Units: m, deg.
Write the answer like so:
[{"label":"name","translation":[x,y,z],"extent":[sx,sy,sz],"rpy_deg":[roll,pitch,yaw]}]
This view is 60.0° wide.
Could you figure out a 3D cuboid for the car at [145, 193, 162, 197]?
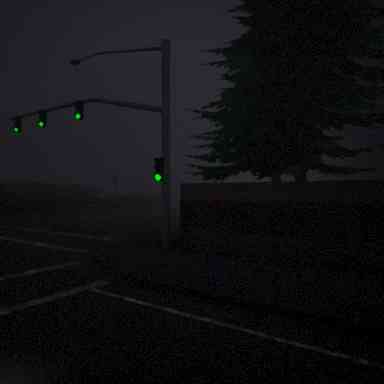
[{"label":"car","translation":[-7.920,1.161,69.570],"extent":[4.605,1.855,1.932],"rpy_deg":[0,0,35]}]

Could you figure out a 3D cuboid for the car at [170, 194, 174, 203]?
[{"label":"car","translation":[-6.405,1.372,71.786],"extent":[3.905,1.438,1.784],"rpy_deg":[0,0,35]}]

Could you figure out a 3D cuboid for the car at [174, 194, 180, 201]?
[{"label":"car","translation":[-4.726,1.403,74.144],"extent":[3.806,1.475,1.970],"rpy_deg":[0,0,35]}]
